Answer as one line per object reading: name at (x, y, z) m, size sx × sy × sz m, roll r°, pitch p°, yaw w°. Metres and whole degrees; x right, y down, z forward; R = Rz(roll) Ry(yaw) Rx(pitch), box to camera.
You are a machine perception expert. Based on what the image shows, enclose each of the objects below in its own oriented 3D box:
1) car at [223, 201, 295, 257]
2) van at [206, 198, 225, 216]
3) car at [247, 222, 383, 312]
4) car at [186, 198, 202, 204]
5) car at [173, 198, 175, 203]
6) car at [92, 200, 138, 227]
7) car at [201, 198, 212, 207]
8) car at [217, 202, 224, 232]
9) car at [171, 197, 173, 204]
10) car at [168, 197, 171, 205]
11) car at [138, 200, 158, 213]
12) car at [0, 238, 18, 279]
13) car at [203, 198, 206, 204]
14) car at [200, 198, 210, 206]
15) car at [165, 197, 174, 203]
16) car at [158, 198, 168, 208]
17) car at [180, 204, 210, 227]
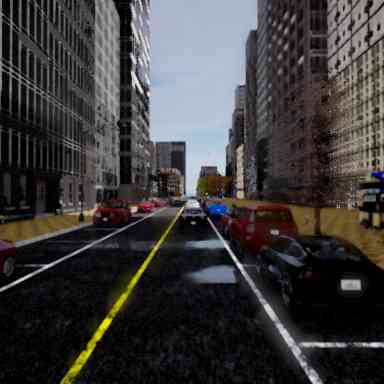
car at (2.696, 1.416, 13.258) m, size 2.192 × 1.841 × 5.009 m, roll 0°, pitch 0°, yaw 0°
van at (2.695, 1.609, 35.414) m, size 1.690 × 1.788 × 3.998 m, roll 0°, pitch 0°, yaw 0°
car at (2.694, 1.626, 7.717) m, size 1.947 × 1.339 × 4.313 m, roll 0°, pitch 0°, yaw 0°
car at (0.100, 1.867, 45.312) m, size 1.812 × 1.442 × 4.674 m, roll 0°, pitch 0°, yaw 0°
car at (-5.686, 2.143, 79.725) m, size 1.887 × 1.381 × 4.507 m, roll 0°, pitch 0°, yaw 0°
car at (-5.685, 1.499, 24.335) m, size 2.192 × 1.841 × 5.009 m, roll 0°, pitch 0°, yaw 0°
car at (2.695, 1.915, 63.109) m, size 1.967 × 1.590 × 4.097 m, roll 0°, pitch 0°, yaw 0°
car at (2.695, 1.583, 18.796) m, size 1.967 × 1.590 × 4.097 m, roll 0°, pitch 0°, yaw 0°
car at (-5.686, 2.067, 68.646) m, size 2.008 × 1.369 × 4.403 m, roll 0°, pitch 0°, yaw 0°
car at (-5.686, 1.915, 63.108) m, size 1.967 × 1.590 × 4.097 m, roll 0°, pitch 0°, yaw 0°
car at (-5.686, 1.853, 40.951) m, size 1.887 × 1.381 × 4.507 m, roll 0°, pitch 0°, yaw 0°
car at (-5.686, 1.641, 7.716) m, size 1.802 × 1.307 × 4.206 m, roll 0°, pitch 0°, yaw 0°
car at (2.695, 1.749, 40.953) m, size 1.967 × 1.590 × 4.097 m, roll 0°, pitch 0°, yaw 0°
car at (2.694, 2.043, 68.816) m, size 1.752 × 1.417 × 4.829 m, roll 0°, pitch 0°, yaw 0°
car at (-5.686, 2.080, 85.265) m, size 1.967 × 1.590 × 4.097 m, roll 0°, pitch 0°, yaw 0°
car at (-5.686, 1.978, 57.568) m, size 1.887 × 1.381 × 4.507 m, roll 0°, pitch 0°, yaw 0°
car at (0.100, 1.787, 24.507) m, size 1.895 × 1.301 × 4.718 m, roll 0°, pitch 0°, yaw 0°
